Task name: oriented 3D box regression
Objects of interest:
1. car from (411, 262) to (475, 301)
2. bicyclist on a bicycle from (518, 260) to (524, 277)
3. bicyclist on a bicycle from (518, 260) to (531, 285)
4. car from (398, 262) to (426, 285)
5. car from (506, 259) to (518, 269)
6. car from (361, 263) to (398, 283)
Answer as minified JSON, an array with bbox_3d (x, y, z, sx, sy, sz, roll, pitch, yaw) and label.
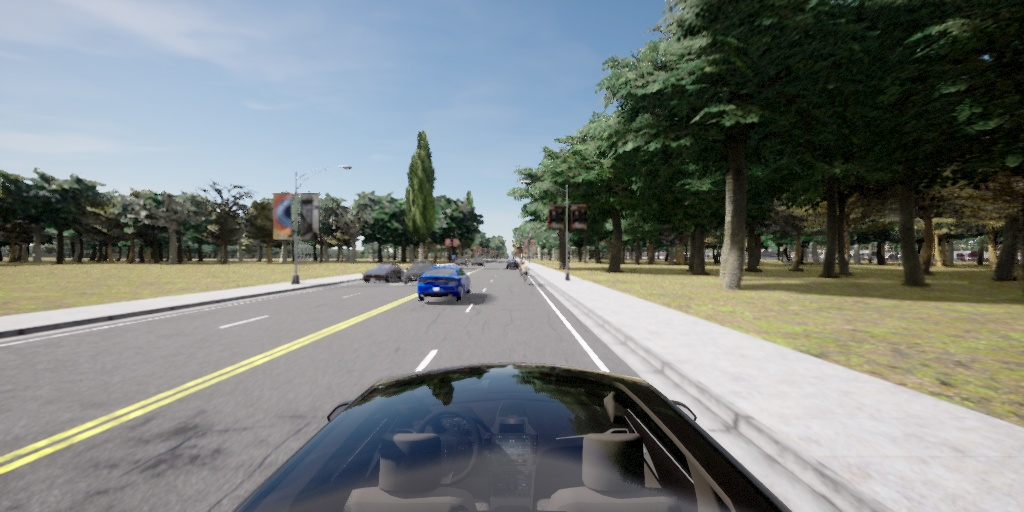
[{"bbox_3d":[-3.150,1.224,17.351,1.882,1.535,5.008,0,0,0],"label":"car"},{"bbox_3d":[0.891,1.195,34.960,0.582,1.620,1.656,0,0,0],"label":"bicyclist on a bicycle"},{"bbox_3d":[0.873,1.181,24.867,0.866,1.612,1.509,0,0,0],"label":"bicyclist on a bicycle"},{"bbox_3d":[-6.598,1.249,26.537,1.837,1.490,4.892,0,0,0],"label":"car"},{"bbox_3d":[0.075,1.263,56.861,1.812,1.442,4.674,0,0,0],"label":"car"},{"bbox_3d":[-9.850,1.291,28.034,2.033,1.411,5.357,0,0,0],"label":"car"}]
